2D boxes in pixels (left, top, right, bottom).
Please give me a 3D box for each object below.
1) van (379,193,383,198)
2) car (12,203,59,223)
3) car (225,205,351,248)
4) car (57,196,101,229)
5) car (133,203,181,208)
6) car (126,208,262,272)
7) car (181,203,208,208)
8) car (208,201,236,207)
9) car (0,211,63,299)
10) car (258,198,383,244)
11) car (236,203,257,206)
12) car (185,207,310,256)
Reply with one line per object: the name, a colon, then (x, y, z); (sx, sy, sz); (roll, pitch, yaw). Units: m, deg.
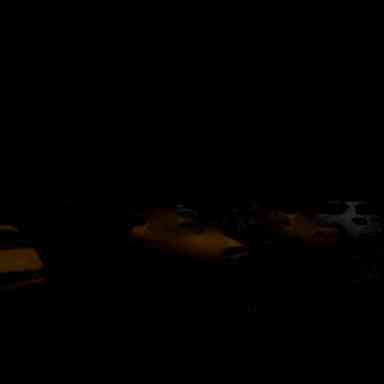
van: (27.616, 1.079, 47.638); (1.878, 1.987, 4.442); (0, 1, -35)
car: (-10.197, 1.558, 20.810); (2.163, 1.488, 4.792); (1, 0, -35)
car: (3.988, 1.629, 15.063); (1.946, 1.575, 5.366); (1, 0, -35)
car: (-7.963, 1.311, 22.453); (2.435, 2.045, 5.566); (1, 0, -35)
car: (-3.313, 1.626, 25.465); (1.946, 1.575, 5.366); (1, 0, -35)
car: (-0.338, 1.562, 11.564); (1.946, 1.575, 5.366); (1, 0, -35)
car: (-1.154, 1.702, 27.209); (2.002, 1.452, 4.674); (1, 0, -35)
car: (1.126, 1.725, 28.782); (2.163, 1.488, 4.792); (1, 0, -35)
car: (-4.976, 1.496, 8.298); (1.946, 1.575, 5.366); (1, 0, -35)
car: (6.351, 1.415, 16.535); (2.435, 2.045, 5.566); (1, 0, -35)
car: (3.256, 1.602, 30.356); (2.185, 1.767, 4.553); (1, 0, -35)
car: (1.821, 1.600, 13.318); (2.231, 1.521, 4.892); (1, 0, -35)
